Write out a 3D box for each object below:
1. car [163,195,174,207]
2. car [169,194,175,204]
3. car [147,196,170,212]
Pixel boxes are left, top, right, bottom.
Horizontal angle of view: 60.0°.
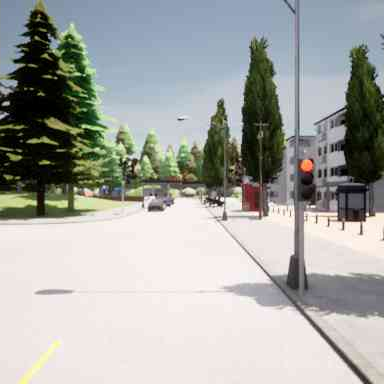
[{"bbox_3d":[-4.174,1.589,50.061,1.994,1.385,4.181,0,0,0],"label":"car"},{"bbox_3d":[-4.146,1.535,60.053,1.837,1.490,4.892,0,0,0],"label":"car"},{"bbox_3d":[-4.171,1.568,40.123,2.033,1.411,5.357,0,0,0],"label":"car"}]
